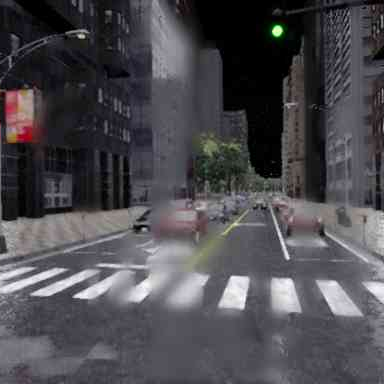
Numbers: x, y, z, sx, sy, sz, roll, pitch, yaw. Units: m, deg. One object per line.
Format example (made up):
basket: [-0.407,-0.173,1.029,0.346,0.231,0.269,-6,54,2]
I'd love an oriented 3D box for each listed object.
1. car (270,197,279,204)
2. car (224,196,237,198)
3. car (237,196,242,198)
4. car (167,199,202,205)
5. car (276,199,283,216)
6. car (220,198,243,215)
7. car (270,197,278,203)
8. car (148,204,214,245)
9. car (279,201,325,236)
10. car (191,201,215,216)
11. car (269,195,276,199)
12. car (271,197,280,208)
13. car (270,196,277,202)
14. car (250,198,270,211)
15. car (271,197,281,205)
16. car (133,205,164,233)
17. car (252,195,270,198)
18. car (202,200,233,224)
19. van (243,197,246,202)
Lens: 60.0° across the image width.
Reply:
car: [19.067,1.911,76.953,2.008,1.369,4.403,-1,-1,12]
car: [6.050,1.647,57.622,2.192,1.841,5.009,-1,0,12]
car: [8.397,1.706,68.217,2.192,1.841,5.009,-1,-1,12]
car: [-0.989,1.483,25.836,2.192,1.841,5.009,-1,0,12]
car: [7.335,1.515,23.989,1.967,1.590,4.097,-1,0,12]
car: [4.145,1.699,36.558,1.837,1.490,4.892,-1,0,13]
car: [20.277,1.917,82.416,1.752,1.417,4.829,-1,-1,12]
car: [-0.338,1.573,16.401,1.882,1.535,5.008,-1,0,12]
car: [6.162,1.489,18.692,1.967,1.590,4.097,-1,0,12]
car: [1.324,1.745,36.263,1.752,1.417,4.829,-1,0,12]
car: [15.546,1.709,61.065,1.967,1.590,4.097,-1,-1,12]
car: [10.855,1.699,39.877,1.887,1.381,4.507,-1,0,12]
car: [13.238,1.736,50.637,1.752,1.417,4.829,-1,0,12]
car: [9.226,1.810,45.283,1.895,1.301,4.718,-1,0,12]
car: [16.719,1.739,66.361,1.967,1.590,4.097,-1,-1,12]
car: [-2.159,1.708,20.536,1.947,1.339,4.313,-1,0,12]
car: [11.381,1.753,55.015,2.128,1.511,4.902,-1,0,12]
car: [1.904,1.649,26.471,1.837,1.490,4.892,-1,0,12]
van: [11.917,1.825,84.109,1.690,1.788,3.998,-1,-1,12]
